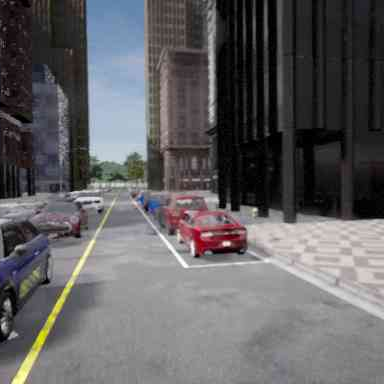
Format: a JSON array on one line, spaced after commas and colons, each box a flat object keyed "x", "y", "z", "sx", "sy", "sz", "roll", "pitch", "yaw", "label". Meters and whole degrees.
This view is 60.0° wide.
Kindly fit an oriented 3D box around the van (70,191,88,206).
[{"x": -14.830, "y": 0.796, "z": 43.761, "sx": 1.690, "sy": 1.788, "sz": 3.998, "roll": -2, "pitch": 1, "yaw": -12, "label": "van"}]

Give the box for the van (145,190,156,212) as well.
[{"x": -2.566, "y": 0.922, "z": 26.975, "sx": 1.690, "sy": 1.788, "sz": 3.998, "roll": -2, "pitch": 1, "yaw": -12, "label": "van"}]

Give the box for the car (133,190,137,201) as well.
[{"x": -7.712, "y": 0.770, "z": 51.365, "sx": 1.802, "sy": 1.307, "sz": 4.206, "roll": -2, "pitch": 1, "yaw": -12, "label": "car"}]

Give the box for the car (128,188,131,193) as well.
[{"x": -13.071, "y": 0.316, "z": 76.816, "sx": 2.008, "sy": 1.369, "sz": 4.403, "roll": -2, "pitch": 1, "yaw": -12, "label": "car"}]

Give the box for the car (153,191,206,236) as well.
[{"x": -0.483, "y": 1.054, "z": 17.016, "sx": 2.192, "sy": 1.841, "sz": 5.009, "roll": -2, "pitch": 1, "yaw": -12, "label": "car"}]

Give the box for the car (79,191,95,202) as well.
[{"x": -16.877, "y": 0.737, "z": 53.499, "sx": 1.967, "sy": 1.590, "sz": 4.097, "roll": -2, "pitch": 1, "yaw": -12, "label": "car"}]

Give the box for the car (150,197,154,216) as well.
[{"x": -1.517, "y": 1.242, "z": 22.001, "sx": 1.802, "sy": 1.307, "sz": 4.206, "roll": -2, "pitch": 1, "yaw": -12, "label": "car"}]

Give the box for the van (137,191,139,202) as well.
[{"x": -5.692, "y": 0.682, "z": 41.912, "sx": 1.690, "sy": 1.788, "sz": 3.998, "roll": -2, "pitch": 1, "yaw": -12, "label": "van"}]

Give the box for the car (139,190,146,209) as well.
[{"x": -3.609, "y": 0.816, "z": 31.953, "sx": 2.192, "sy": 1.841, "sz": 5.009, "roll": -2, "pitch": 1, "yaw": -12, "label": "car"}]

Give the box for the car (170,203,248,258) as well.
[{"x": 0.566, "y": 1.363, "z": 12.042, "sx": 1.887, "sy": 1.381, "sz": 4.507, "roll": -2, "pitch": 1, "yaw": -12, "label": "car"}]

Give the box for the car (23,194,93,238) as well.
[{"x": -6.296, "y": 1.203, "z": 16.210, "sx": 2.097, "sy": 1.767, "sz": 4.553, "roll": -1, "pitch": 1, "yaw": -12, "label": "car"}]

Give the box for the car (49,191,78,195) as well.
[{"x": -11.812, "y": 1.001, "z": 29.418, "sx": 2.192, "sy": 1.841, "sz": 5.009, "roll": -2, "pitch": 1, "yaw": -12, "label": "car"}]

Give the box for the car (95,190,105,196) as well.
[{"x": -23.519, "y": 0.312, "z": 85.073, "sx": 2.008, "sy": 1.369, "sz": 4.403, "roll": -2, "pitch": 1, "yaw": -12, "label": "car"}]

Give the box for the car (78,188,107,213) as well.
[{"x": -9.327, "y": 0.844, "z": 30.687, "sx": 2.150, "sy": 2.045, "sz": 5.566, "roll": -1, "pitch": 1, "yaw": -11, "label": "car"}]

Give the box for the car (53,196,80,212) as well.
[{"x": -12.812, "y": 1.154, "z": 34.204, "sx": 1.887, "sy": 1.381, "sz": 4.507, "roll": -2, "pitch": 1, "yaw": -12, "label": "car"}]

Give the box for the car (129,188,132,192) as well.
[{"x": -11.999, "y": 0.418, "z": 71.727, "sx": 1.947, "sy": 1.339, "sz": 4.313, "roll": -2, "pitch": 1, "yaw": -12, "label": "car"}]

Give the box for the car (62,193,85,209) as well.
[{"x": -13.821, "y": 0.972, "z": 38.982, "sx": 1.967, "sy": 1.590, "sz": 4.097, "roll": -2, "pitch": 1, "yaw": -12, "label": "car"}]

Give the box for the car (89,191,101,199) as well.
[{"x": -20.197, "y": 0.580, "z": 69.288, "sx": 1.887, "sy": 1.381, "sz": 4.507, "roll": -2, "pitch": 1, "yaw": -12, "label": "car"}]

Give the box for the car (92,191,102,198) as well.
[{"x": -21.303, "y": 0.528, "z": 74.550, "sx": 1.802, "sy": 1.307, "sz": 4.206, "roll": -2, "pitch": 1, "yaw": -12, "label": "car"}]

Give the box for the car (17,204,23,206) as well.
[{"x": -9.792, "y": 1.389, "z": 19.861, "sx": 2.008, "sy": 1.369, "sz": 4.403, "roll": -2, "pitch": 1, "yaw": -12, "label": "car"}]

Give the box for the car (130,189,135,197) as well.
[{"x": -10.927, "y": 0.504, "z": 66.635, "sx": 1.947, "sy": 1.339, "sz": 4.313, "roll": -2, "pitch": 1, "yaw": -12, "label": "car"}]

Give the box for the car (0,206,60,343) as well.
[{"x": -4.088, "y": 1.361, "z": 6.194, "sx": 2.097, "sy": 1.767, "sz": 4.553, "roll": -1, "pitch": 1, "yaw": -12, "label": "car"}]
